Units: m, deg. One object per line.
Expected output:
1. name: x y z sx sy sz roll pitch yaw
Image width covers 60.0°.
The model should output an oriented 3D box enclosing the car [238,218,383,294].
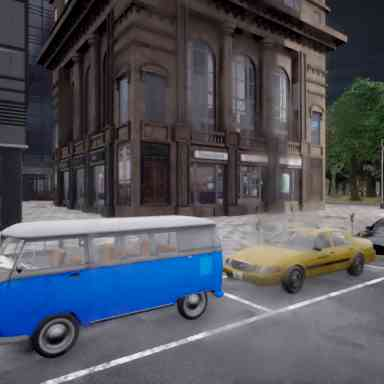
1. car: 2.974 1.525 8.765 4.829 1.417 1.752 0 0 -35

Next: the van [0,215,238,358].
1. van: -1.317 1.341 5.710 3.998 1.788 1.690 0 0 -35
